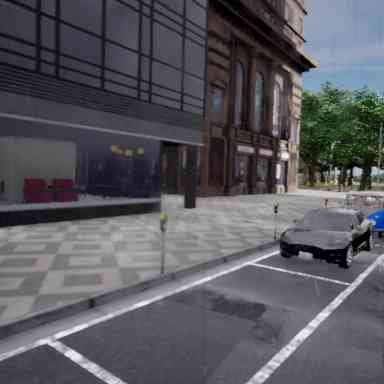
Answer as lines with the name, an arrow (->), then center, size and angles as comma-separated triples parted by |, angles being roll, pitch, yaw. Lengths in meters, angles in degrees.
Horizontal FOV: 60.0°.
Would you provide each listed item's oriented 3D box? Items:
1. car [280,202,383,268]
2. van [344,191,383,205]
car -> 4.204, 1.178, 9.988 | 1.947, 1.339, 4.313 | 4, 4, 38
van -> 7.600, 0.849, 14.228 | 1.690, 1.788, 3.998 | 4, 4, 38
